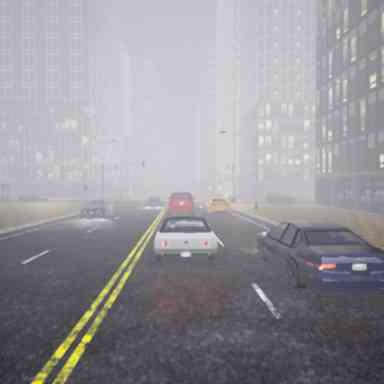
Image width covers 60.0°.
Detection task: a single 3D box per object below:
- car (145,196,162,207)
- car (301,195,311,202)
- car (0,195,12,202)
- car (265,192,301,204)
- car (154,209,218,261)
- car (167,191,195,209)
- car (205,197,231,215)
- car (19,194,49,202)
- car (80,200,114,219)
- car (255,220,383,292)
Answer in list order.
[{"bbox_3d":[-4.900,1.168,43.321,1.994,1.385,4.181,0,0,-2],"label":"car"},{"bbox_3d":[19.436,1.045,61.562,4.829,1.417,1.752,0,1,-1],"label":"car"},{"bbox_3d":[-30.426,0.972,51.871,4.206,1.307,1.802,0,1,-1],"label":"car"},{"bbox_3d":[14.174,1.009,53.051,5.009,1.841,2.192,0,1,-1],"label":"car"},{"bbox_3d":[-0.256,1.494,11.827,1.895,1.301,4.718,0,1,-2],"label":"car"},{"bbox_3d":[-0.906,0.965,27.983,2.150,2.045,5.566,0,0,-2],"label":"car"},{"bbox_3d":[2.271,1.198,29.857,1.882,1.535,5.008,0,0,-2],"label":"car"},{"bbox_3d":[-24.741,0.996,51.973,4.313,1.339,1.947,0,1,-1],"label":"car"},{"bbox_3d":[-7.556,1.333,26.769,1.994,1.385,4.181,0,0,-2],"label":"car"},{"bbox_3d":[3.115,1.461,8.873,2.033,1.411,5.357,0,1,-2],"label":"car"}]
